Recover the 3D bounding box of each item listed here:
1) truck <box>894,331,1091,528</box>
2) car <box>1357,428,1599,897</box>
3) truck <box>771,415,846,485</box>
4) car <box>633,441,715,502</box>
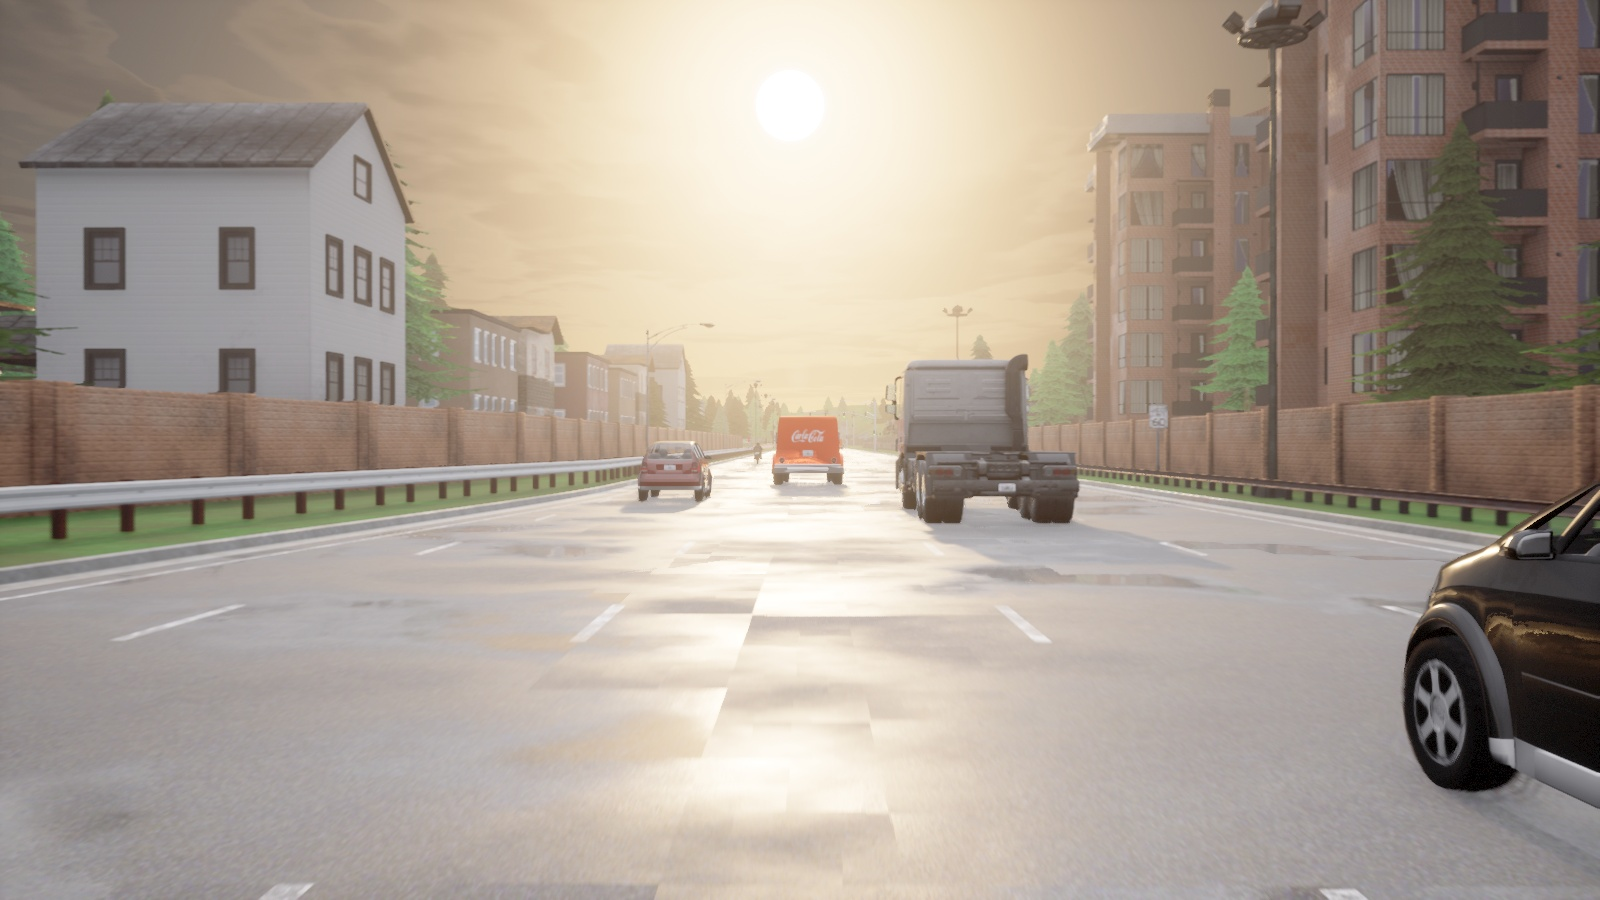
[{"bbox_3d":[3.674,-0.381,26.009,2.891,3.462,7.936,0,0,0],"label":"truck"},{"bbox_3d":[3.540,0.704,4.129,1.789,1.549,3.705,0,0,0],"label":"car"},{"bbox_3d":[0.300,-0.007,46.615,2.627,2.467,5.204,0,0,0],"label":"truck"},{"bbox_3d":[-3.281,0.531,33.420,1.789,1.549,3.705,0,0,0],"label":"car"}]
